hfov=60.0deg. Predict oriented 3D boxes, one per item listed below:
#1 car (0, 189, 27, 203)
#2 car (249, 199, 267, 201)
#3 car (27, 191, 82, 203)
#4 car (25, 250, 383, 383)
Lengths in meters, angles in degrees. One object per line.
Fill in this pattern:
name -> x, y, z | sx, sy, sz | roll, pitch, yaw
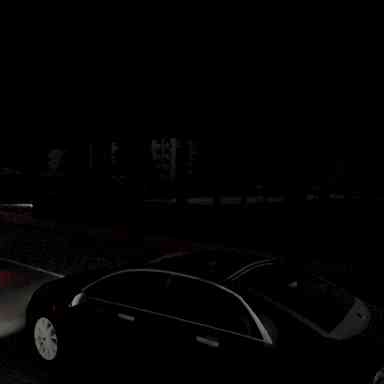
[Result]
car -> -19.464, 0.419, 35.495 | 2.128, 1.511, 4.902 | 2, 1, 38
car -> 11.558, 0.824, 58.649 | 1.837, 1.490, 4.892 | 2, 1, 37
car -> -14.532, 0.595, 36.158 | 2.033, 1.411, 5.357 | 2, 1, 38
car -> -0.131, 1.490, 4.076 | 4.892, 1.490, 1.837 | 1, 0, 36
